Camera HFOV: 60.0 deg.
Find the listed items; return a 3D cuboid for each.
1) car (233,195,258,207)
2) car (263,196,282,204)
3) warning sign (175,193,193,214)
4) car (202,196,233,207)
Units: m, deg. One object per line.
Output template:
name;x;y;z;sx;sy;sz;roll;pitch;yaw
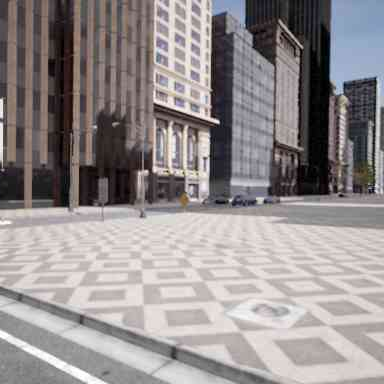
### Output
car;7.632;1.154;47.431;2.097;1.767;4.553;1;1;36
car;13.489;1.321;55.796;1.994;1.385;4.181;1;1;35
warning sign;-0.717;1.042;31.007;1.300;1.860;1.060;1;1;35
car;3.267;1.249;46.660;2.128;1.511;4.902;1;1;36
